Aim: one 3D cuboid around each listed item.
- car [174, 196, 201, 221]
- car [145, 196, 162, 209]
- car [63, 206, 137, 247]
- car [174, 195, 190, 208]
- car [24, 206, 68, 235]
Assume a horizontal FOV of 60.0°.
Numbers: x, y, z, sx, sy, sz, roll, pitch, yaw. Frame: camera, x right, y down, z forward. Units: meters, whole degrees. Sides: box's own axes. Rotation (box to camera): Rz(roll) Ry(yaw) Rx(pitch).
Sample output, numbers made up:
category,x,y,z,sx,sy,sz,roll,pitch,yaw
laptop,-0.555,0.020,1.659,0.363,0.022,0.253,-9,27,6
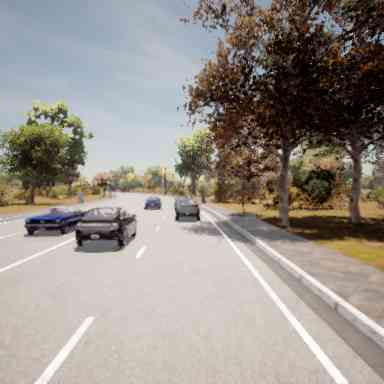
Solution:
category,x,y,z,sx,sy,sz,roll,pitch,yaw
car,-0.357,1.298,25.488,2.128,1.511,4.902,0,0,-2
car,-4.598,1.229,39.616,1.812,1.442,4.674,0,0,-4
car,-3.539,1.383,14.414,2.128,1.511,4.902,0,0,-1
car,-1.289,1.205,42.374,1.812,1.442,4.674,0,1,-4
car,-7.222,1.468,18.160,1.895,1.301,4.718,0,0,-1
